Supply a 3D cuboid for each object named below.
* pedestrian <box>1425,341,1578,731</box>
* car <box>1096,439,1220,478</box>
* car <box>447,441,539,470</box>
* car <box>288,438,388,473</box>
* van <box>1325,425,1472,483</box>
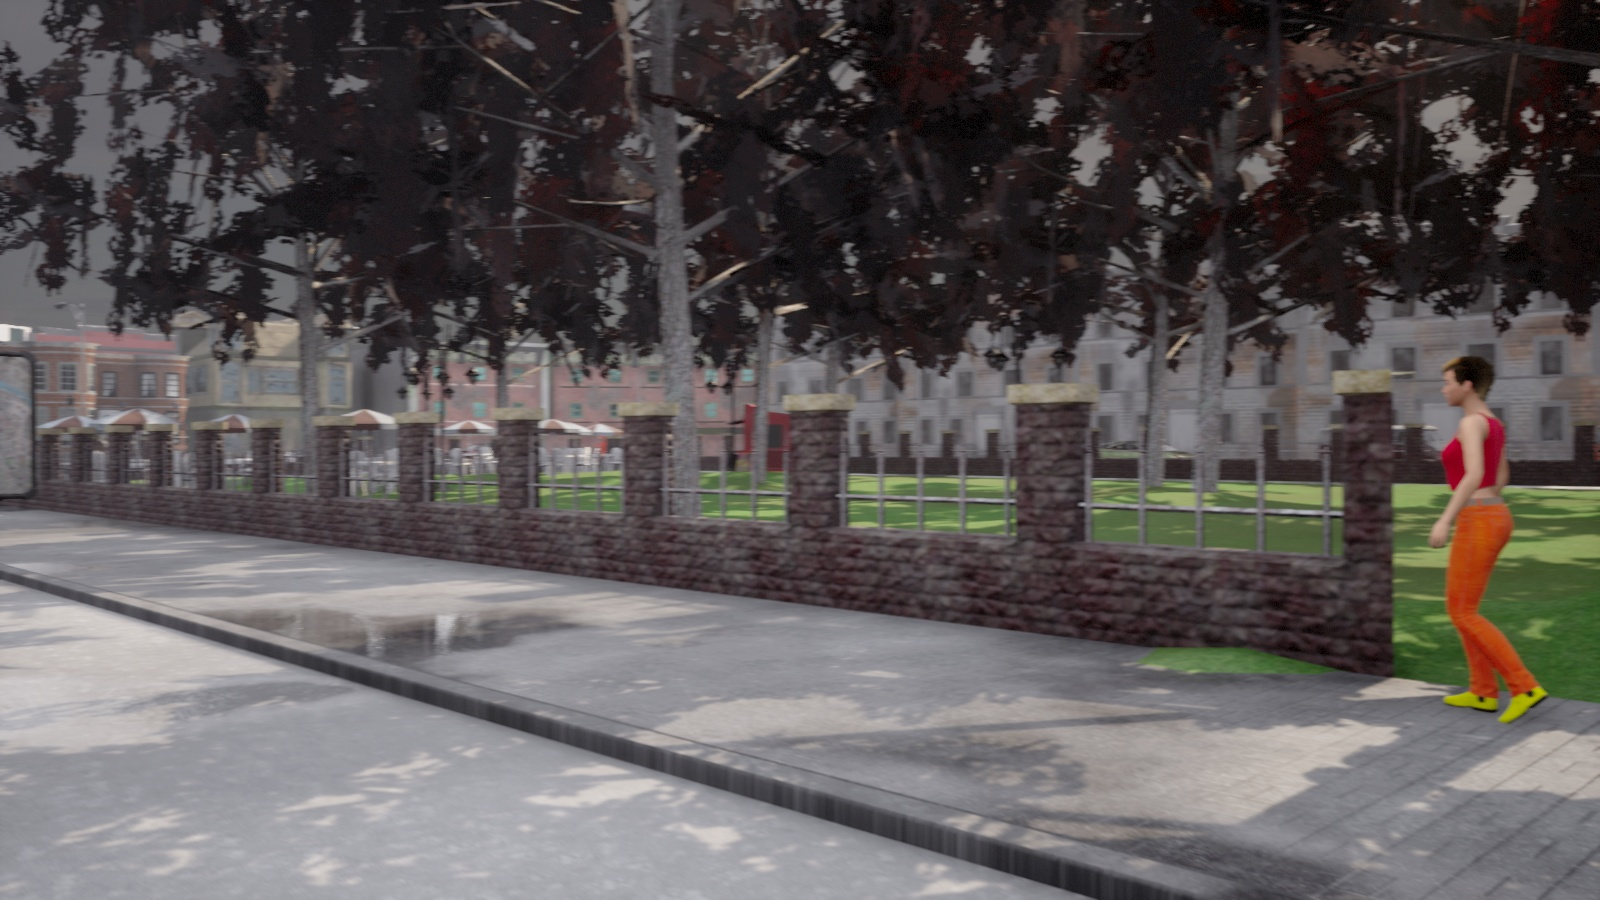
[{"bbox_3d":[3.486,0.404,6.249,0.345,1.836,0.594,-1,0,-44],"label":"pedestrian"},{"bbox_3d":[14.761,0.322,51.946,2.007,1.525,4.514,-1,0,-44],"label":"car"},{"bbox_3d":[-18.010,0.317,73.893,4.856,1.649,2.033,0,0,-40],"label":"car"},{"bbox_3d":[-24.751,0.271,67.389,4.605,1.855,1.932,-1,0,-44],"label":"car"},{"bbox_3d":[21.432,0.140,45.087,1.775,1.987,4.442,-1,0,-44],"label":"van"}]
